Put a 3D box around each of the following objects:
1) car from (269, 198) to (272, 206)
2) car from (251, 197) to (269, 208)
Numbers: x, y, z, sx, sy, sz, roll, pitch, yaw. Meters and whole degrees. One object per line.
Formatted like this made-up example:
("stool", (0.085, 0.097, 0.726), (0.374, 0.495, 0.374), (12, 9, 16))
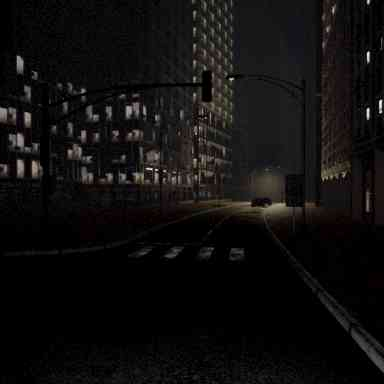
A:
("car", (13.492, 1.732, 60.827), (1.837, 1.490, 4.892), (0, 0, 21))
("car", (10.300, 1.669, 51.324), (1.837, 1.490, 4.892), (0, 0, 17))
